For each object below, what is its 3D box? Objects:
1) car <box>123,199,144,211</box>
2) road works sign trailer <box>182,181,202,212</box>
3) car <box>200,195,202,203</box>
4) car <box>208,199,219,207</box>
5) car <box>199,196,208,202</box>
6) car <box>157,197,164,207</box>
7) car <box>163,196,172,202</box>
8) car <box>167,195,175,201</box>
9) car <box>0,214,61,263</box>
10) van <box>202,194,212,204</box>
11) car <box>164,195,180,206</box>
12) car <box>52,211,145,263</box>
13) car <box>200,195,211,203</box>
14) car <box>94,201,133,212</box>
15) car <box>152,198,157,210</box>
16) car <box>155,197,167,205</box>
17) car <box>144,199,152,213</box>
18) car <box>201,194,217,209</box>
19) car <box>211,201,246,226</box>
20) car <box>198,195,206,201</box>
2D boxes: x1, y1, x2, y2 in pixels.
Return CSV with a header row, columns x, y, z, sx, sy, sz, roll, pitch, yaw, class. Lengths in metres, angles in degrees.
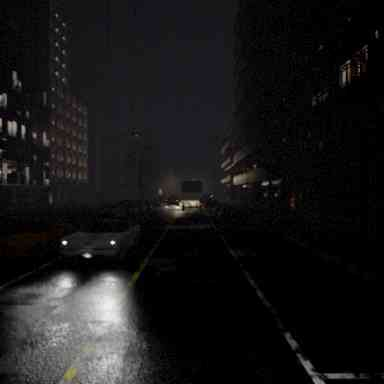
x,y,z,sx,sy,sz,roll,pitch,yaw,class
-5.696,1.441,28.812,1.967,1.590,4.097,0,0,0,car
-0.007,0.468,39.079,2.380,3.560,2.880,0,0,0,road works sign trailer
2.679,1.598,56.476,1.802,1.307,4.206,0,0,0,car
2.685,1.552,28.813,2.008,1.369,4.403,0,0,0,car
2.675,1.589,78.606,2.008,1.369,4.403,0,0,0,car
-5.700,1.536,50.772,1.752,1.417,4.829,0,0,0,car
-5.705,1.564,78.435,1.752,1.417,4.829,0,0,0,car
-5.708,1.598,89.671,1.887,1.381,4.507,0,0,0,car
-5.692,1.524,12.044,1.752,1.417,4.829,0,0,0,car
2.678,1.362,62.009,1.690,1.788,3.998,0,0,0,van
-3.080,1.366,52.987,2.097,1.767,4.553,0,0,0,car
-3.103,1.600,12.124,1.895,1.301,4.718,0,0,0,car
2.677,1.467,67.541,1.967,1.590,4.097,0,0,0,car
-5.695,1.551,23.279,2.008,1.369,4.403,0,0,0,car
-5.698,1.549,39.876,1.887,1.381,4.507,0,0,0,car
-5.702,1.603,62.008,1.802,1.307,4.206,0,0,0,car
-5.697,1.553,34.344,2.008,1.369,4.403,0,0,0,car
2.681,1.447,45.410,1.967,1.590,4.097,0,0,0,car
2.686,1.551,23.280,2.008,1.369,4.403,0,0,0,car
2.672,1.604,89.672,2.008,1.369,4.403,0,0,0,car
